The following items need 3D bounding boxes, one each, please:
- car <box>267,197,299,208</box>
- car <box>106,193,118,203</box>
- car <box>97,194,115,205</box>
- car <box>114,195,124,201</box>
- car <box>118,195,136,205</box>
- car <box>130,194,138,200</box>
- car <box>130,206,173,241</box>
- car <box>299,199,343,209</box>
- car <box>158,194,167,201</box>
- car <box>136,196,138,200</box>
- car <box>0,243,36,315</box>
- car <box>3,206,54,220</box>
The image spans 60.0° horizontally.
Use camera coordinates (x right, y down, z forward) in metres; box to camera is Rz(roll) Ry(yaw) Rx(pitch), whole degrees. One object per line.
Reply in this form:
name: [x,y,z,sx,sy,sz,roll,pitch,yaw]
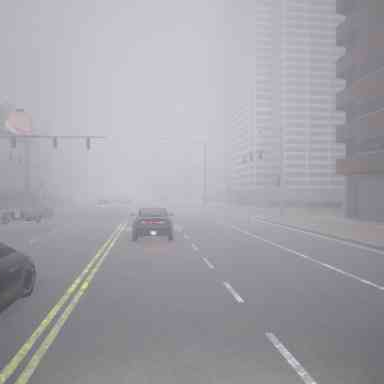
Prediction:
car: [12.784,1.403,45.832,5.008,1.535,1.882,0,0,-8]
car: [-16.212,1.405,68.558,1.812,1.442,4.674,0,0,-8]
car: [-14.508,1.467,55.414,1.994,1.385,4.181,0,0,-7]
car: [-18.193,1.450,83.151,1.895,1.301,4.718,0,0,-8]
car: [-11.408,1.446,58.671,2.033,1.411,5.357,0,0,-7]
car: [-14.926,1.376,85.104,1.812,1.442,4.674,0,0,-8]
car: [-1.973,1.478,16.489,1.837,1.490,4.892,0,0,-8]
car: [16.726,1.532,42.853,4.718,1.301,1.895,0,0,-8]
car: [-7.055,1.219,79.164,2.097,1.767,4.553,0,0,-8]
car: [-12.950,1.403,70.547,2.128,1.511,4.902,0,0,-8]
car: [-4.225,1.555,5.625,1.994,1.385,4.181,0,0,-8]
car: [-9.582,1.133,19.733,1.994,1.385,4.181,0,0,-8]
